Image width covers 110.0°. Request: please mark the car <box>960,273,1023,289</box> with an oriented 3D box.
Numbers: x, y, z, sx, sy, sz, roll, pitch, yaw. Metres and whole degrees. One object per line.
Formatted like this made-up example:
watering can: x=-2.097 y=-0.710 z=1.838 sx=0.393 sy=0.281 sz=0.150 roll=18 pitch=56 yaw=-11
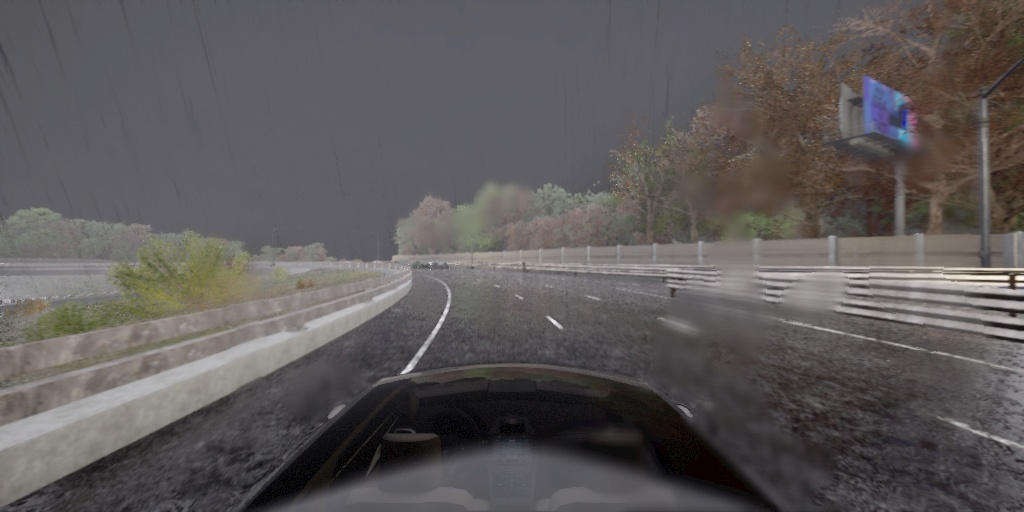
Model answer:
car: x=20.487 y=1.209 z=13.516 sx=4.674 sy=1.442 sz=1.812 roll=-1 pitch=-1 yaw=30
